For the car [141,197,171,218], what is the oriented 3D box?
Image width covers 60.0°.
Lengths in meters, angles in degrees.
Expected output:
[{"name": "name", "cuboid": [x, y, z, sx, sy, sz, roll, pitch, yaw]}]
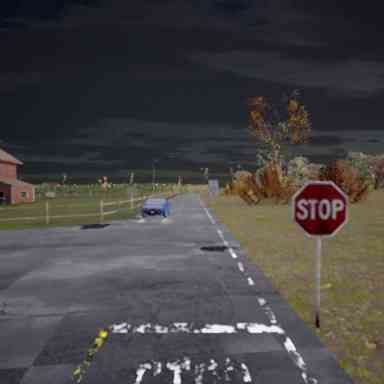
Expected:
[{"name": "car", "cuboid": [-2.764, 1.162, 26.600, 1.882, 1.535, 5.008, 0, 1, 2]}]
